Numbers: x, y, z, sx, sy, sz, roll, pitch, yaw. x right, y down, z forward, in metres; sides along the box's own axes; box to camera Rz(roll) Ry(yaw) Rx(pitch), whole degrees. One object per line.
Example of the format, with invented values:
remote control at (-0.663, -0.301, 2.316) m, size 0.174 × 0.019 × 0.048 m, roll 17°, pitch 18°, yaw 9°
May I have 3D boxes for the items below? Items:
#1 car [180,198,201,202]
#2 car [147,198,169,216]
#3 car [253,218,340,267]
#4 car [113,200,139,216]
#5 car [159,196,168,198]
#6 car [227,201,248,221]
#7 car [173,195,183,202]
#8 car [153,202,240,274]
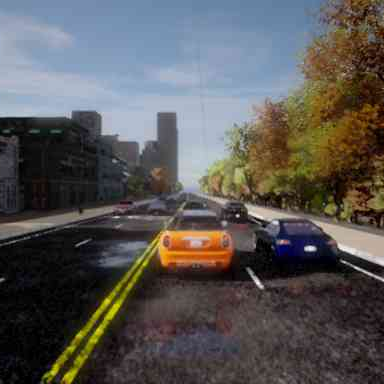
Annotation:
car at (0.168, 1.501, 28.604) m, size 1.882 × 1.535 × 5.008 m, roll 0°, pitch 0°, yaw 0°
car at (-3.265, 1.571, 33.127) m, size 2.033 × 1.411 × 5.357 m, roll 0°, pitch 0°, yaw 0°
car at (3.369, 1.577, 11.442) m, size 1.994 × 1.385 × 4.181 m, roll 0°, pitch 0°, yaw 0°
car at (-6.511, 1.546, 33.432) m, size 1.812 × 1.442 × 4.674 m, roll 0°, pitch 0°, yaw 0°
car at (-6.309, 1.541, 74.144) m, size 1.994 × 1.385 × 4.181 m, roll 0°, pitch 0°, yaw 0°
car at (3.411, 1.530, 27.179) m, size 1.837 × 1.490 × 4.892 m, roll 0°, pitch 0°, yaw 0°
car at (-3.059, 1.516, 74.136) m, size 2.128 × 1.511 × 4.902 m, roll 0°, pitch 0°, yaw 0°
car at (0.117, 1.361, 10.791) m, size 2.097 × 1.767 × 4.553 m, roll 0°, pitch 0°, yaw 0°
